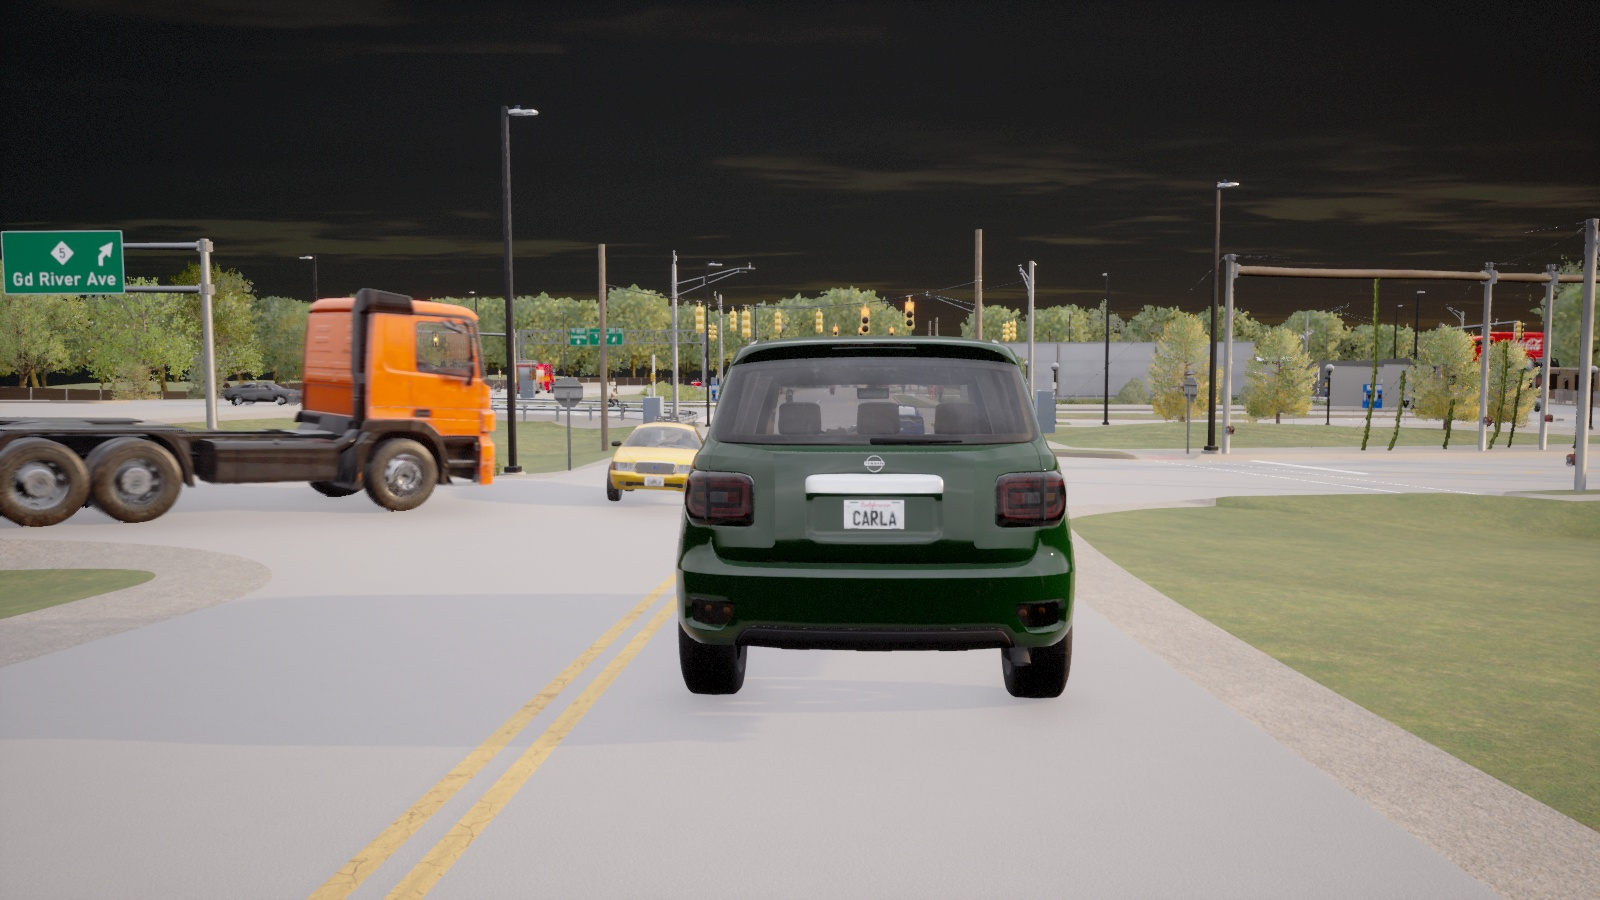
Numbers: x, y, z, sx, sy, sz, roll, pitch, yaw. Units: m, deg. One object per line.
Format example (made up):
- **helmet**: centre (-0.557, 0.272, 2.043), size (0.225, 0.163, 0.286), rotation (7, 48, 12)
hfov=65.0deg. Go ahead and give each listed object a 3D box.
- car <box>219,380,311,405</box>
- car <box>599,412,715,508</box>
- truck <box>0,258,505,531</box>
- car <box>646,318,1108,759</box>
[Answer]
- **car**: centre (-33.941, -3.658, 79.819), size (4.902, 1.511, 2.128), rotation (0, 3, 3)
- **car**: centre (-2.652, 0.106, 24.402), size (1.801, 1.575, 5.366), rotation (2, 1, -3)
- **truck**: centre (-8.818, -0.831, 19.119), size (7.936, 3.462, 2.891), rotation (-1, 5, -43)
- **car**: centre (0.505, 0.363, 8.656), size (2.150, 2.045, 5.566), rotation (0, 1, 3)
